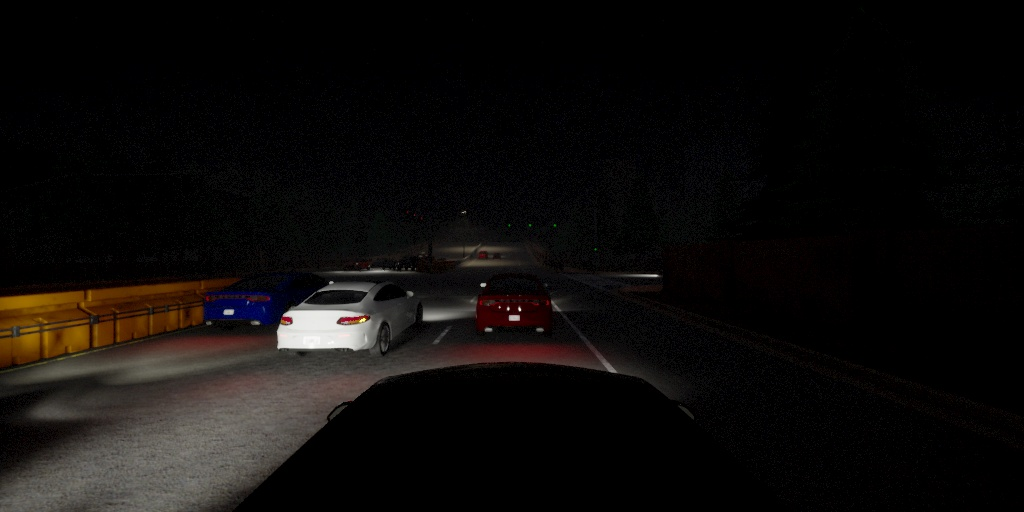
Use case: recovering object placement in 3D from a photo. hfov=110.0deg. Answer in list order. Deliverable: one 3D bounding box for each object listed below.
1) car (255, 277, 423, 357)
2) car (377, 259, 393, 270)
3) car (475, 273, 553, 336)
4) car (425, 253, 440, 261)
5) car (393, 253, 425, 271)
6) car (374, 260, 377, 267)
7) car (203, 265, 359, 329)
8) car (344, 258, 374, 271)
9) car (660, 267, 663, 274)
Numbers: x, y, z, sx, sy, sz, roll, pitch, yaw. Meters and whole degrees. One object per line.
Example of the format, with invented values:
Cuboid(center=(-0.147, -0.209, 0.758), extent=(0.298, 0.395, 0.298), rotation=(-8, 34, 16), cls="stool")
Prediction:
Cuboid(center=(-3.444, 1.275, 8.429), extent=(1.812, 1.442, 4.674), rotation=(0, 0, -1), cls="car")
Cuboid(center=(-17.677, 1.239, 53.064), extent=(2.128, 1.511, 4.902), rotation=(0, 0, 0), cls="car")
Cuboid(center=(0.062, 1.227, 10.457), extent=(1.882, 1.535, 5.008), rotation=(0, 0, 0), cls="car")
Cuboid(center=(-14.171, 0.968, 60.085), extent=(2.150, 2.045, 5.566), rotation=(0, 0, 0), cls="car")
Cuboid(center=(-14.168, 0.969, 49.716), extent=(2.150, 2.045, 5.566), rotation=(0, 0, 0), cls="car")
Cuboid(center=(-21.167, 1.273, 57.993), extent=(1.812, 1.442, 4.674), rotation=(0, 0, 0), cls="car")
Cuboid(center=(-6.936, 1.227, 11.268), extent=(1.882, 1.535, 5.008), rotation=(0, 0, 0), cls="car")
Cuboid(center=(-21.168, 1.099, 48.978), extent=(2.097, 1.767, 4.553), rotation=(0, 0, 0), cls="car")
Cuboid(center=(17.294, 1.312, 36.445), extent=(4.181, 1.385, 1.994), rotation=(0, 0, 0), cls="car")
